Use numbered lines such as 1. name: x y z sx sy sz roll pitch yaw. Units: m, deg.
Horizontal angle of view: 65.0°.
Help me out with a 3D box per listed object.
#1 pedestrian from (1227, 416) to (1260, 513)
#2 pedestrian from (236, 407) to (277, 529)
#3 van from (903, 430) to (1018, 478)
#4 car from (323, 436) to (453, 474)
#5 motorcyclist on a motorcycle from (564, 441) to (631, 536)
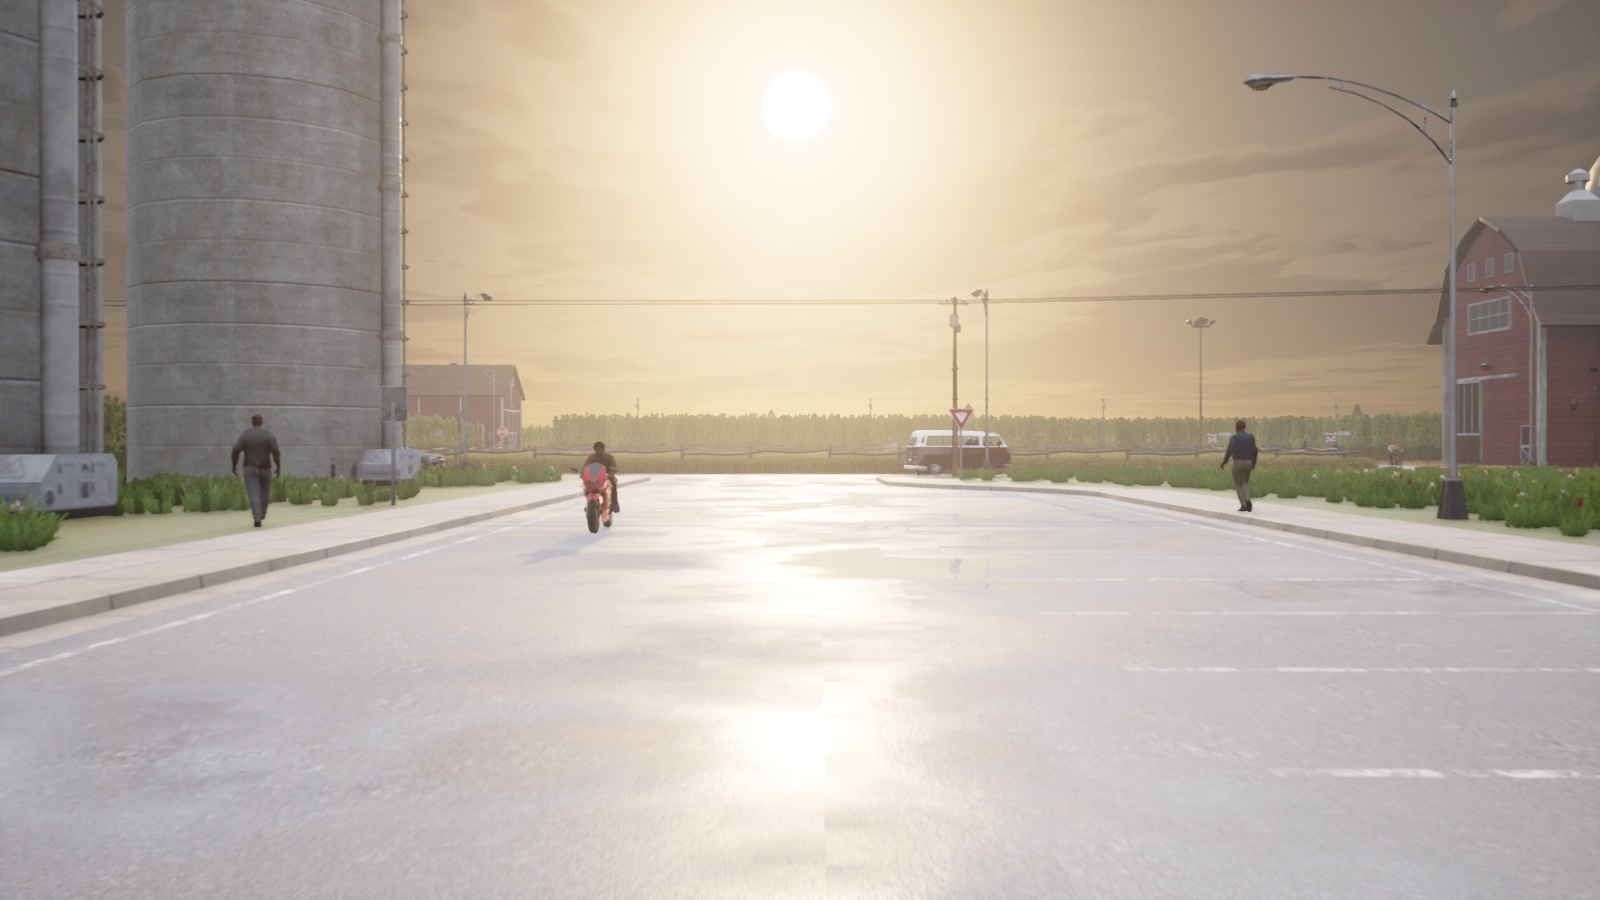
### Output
1. pedestrian: 8.513 0.273 24.140 0.370 1.835 0.726 0 0 -1
2. pedestrian: -8.635 0.280 19.963 0.563 1.883 0.849 0 0 -21
3. van: 6.887 0.170 54.121 4.480 2.038 2.069 0 0 -12
4. car: -18.110 0.199 55.338 5.027 1.651 2.152 0 0 2
5. motorcyclist on a motorcycle: -3.364 0.607 21.038 0.797 1.523 2.044 0 0 0
